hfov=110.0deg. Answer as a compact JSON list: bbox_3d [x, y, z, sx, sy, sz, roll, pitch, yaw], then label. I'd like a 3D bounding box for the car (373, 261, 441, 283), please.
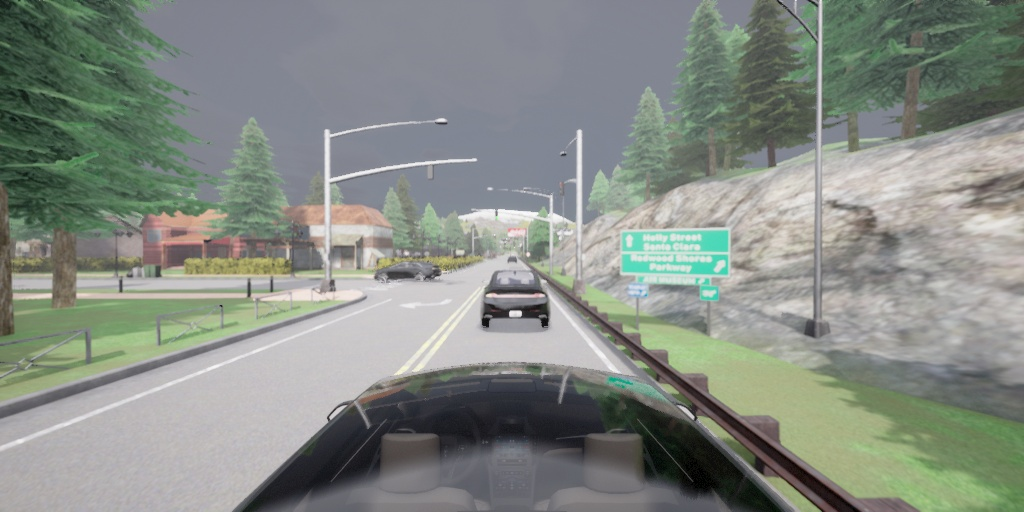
[{"bbox_3d":[-7.704,1.137,26.348,4.902,1.511,2.128,-1,0,8],"label":"car"}]

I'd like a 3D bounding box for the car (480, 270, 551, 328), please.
[{"bbox_3d":[0.095,1.163,11.102,2.128,1.511,4.902,0,1,0],"label":"car"}]
